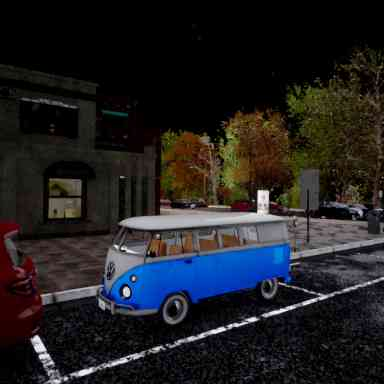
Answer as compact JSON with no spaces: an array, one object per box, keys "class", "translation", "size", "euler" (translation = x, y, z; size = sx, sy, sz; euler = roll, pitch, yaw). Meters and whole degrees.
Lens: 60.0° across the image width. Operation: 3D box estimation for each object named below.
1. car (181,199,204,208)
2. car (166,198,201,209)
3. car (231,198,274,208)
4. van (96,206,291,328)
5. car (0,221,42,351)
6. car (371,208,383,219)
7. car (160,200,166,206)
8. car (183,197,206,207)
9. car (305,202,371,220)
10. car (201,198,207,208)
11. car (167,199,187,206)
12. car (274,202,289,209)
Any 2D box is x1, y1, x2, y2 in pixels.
[{"class":"car","translation":[0.008,2.024,57.833],"size":[1.812,1.442,4.674],"euler":[1,-1,-34]},{"class":"car","translation":[-1.287,1.822,47.957],"size":[2.128,1.511,4.902],"euler":[1,-1,-34]},{"class":"car","translation":[6.320,1.548,36.709],"size":[2.097,1.767,4.553],"euler":[1,-1,-34]},{"class":"van","translation":[0.225,1.342,6.716],"size":[3.998,1.788,1.690],"euler":[0,1,-35]},{"class":"car","translation":[-4.282,1.315,3.491],"size":[5.009,1.841,2.192],"euler":[0,1,-35]},{"class":"car","translation":[14.832,1.733,29.929],"size":[1.895,1.301,4.718],"euler":[1,-1,-34]},{"class":"car","translation":[-5.782,2.204,66.330],"size":[1.895,1.301,4.718],"euler":[1,-1,-34]},{"class":"car","translation":[0.444,1.935,63.013],"size":[2.097,1.767,4.553],"euler":[1,-1,-34]},{"class":"car","translation":[11.993,1.583,28.305],"size":[2.128,1.511,4.902],"euler":[1,-1,-34]},{"class":"car","translation":[0.221,1.947,51.538],"size":[2.033,1.411,5.357],"euler":[1,-1,-34]},{"class":"car","translation":[-3.074,2.171,68.129],"size":[1.812,1.442,4.674],"euler":[1,-1,-34]},{"class":"car","translation":[9.044,1.763,38.476],"size":[1.812,1.442,4.674],"euler":[1,-1,-34]}]
